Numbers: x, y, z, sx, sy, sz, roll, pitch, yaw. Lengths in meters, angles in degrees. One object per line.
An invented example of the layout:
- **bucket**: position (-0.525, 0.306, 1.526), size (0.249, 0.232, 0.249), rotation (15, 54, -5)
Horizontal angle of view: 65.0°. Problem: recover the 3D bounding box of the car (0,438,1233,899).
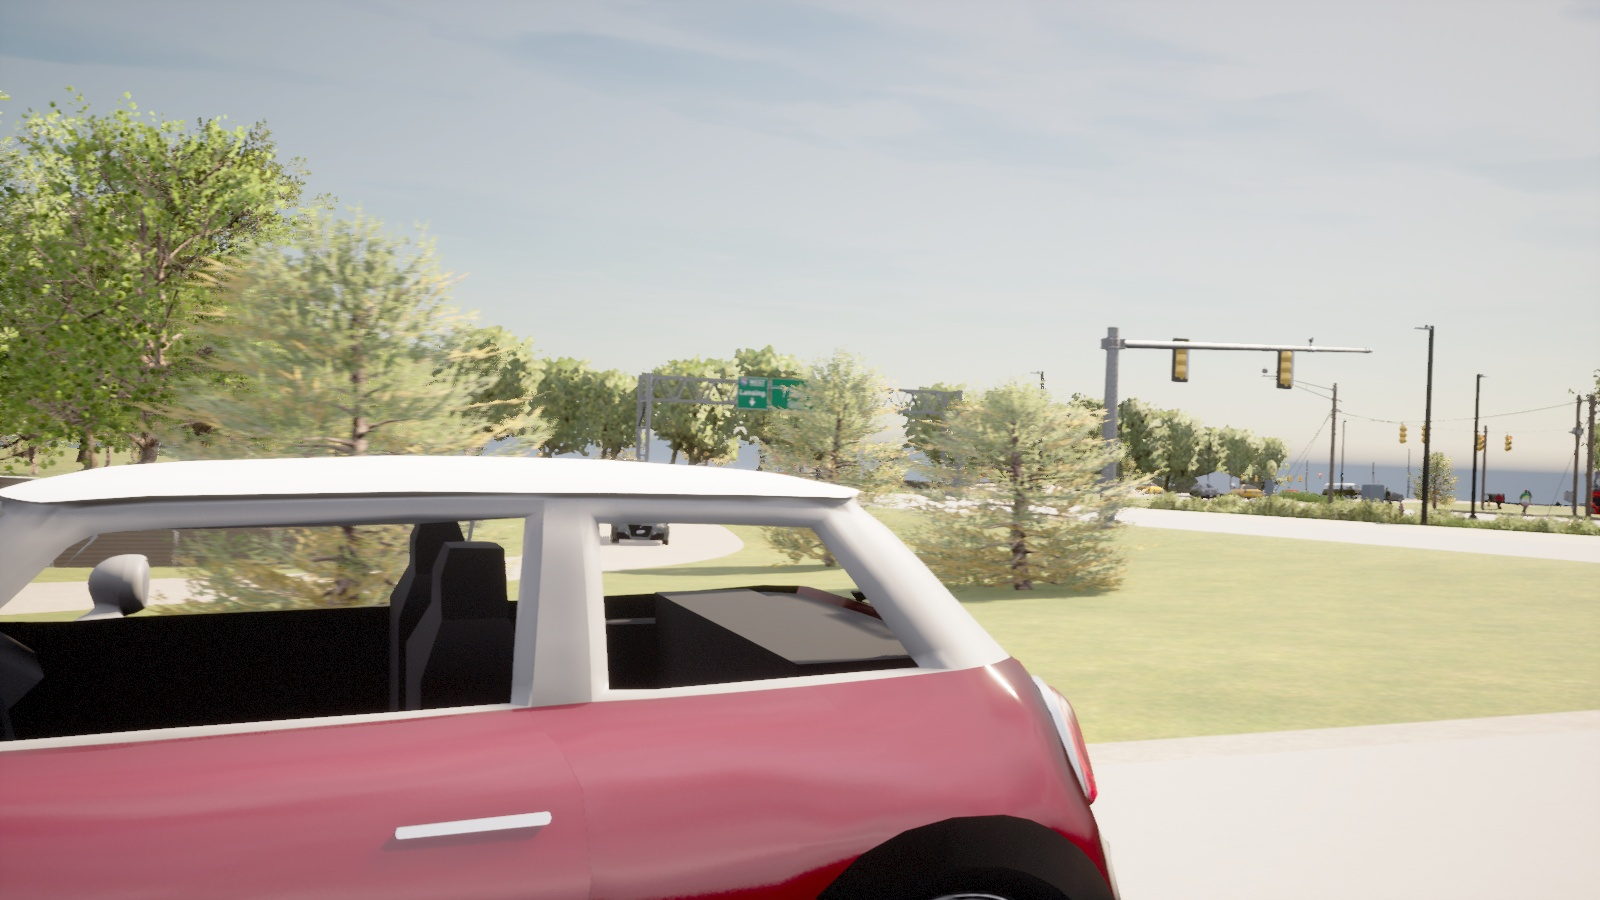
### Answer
- **car**: position (-1.262, 0.735, 2.759), size (3.806, 1.475, 1.970), rotation (-1, 1, -21)
